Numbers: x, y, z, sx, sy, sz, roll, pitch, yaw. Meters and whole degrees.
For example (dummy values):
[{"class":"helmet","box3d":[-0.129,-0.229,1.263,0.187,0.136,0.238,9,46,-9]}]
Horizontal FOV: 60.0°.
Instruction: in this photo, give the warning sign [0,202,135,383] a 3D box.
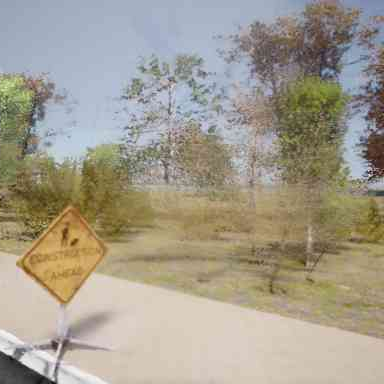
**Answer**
[{"class":"warning sign","box3d":[-1.627,1.094,4.271,1.060,1.860,1.300,3,0,35]}]
